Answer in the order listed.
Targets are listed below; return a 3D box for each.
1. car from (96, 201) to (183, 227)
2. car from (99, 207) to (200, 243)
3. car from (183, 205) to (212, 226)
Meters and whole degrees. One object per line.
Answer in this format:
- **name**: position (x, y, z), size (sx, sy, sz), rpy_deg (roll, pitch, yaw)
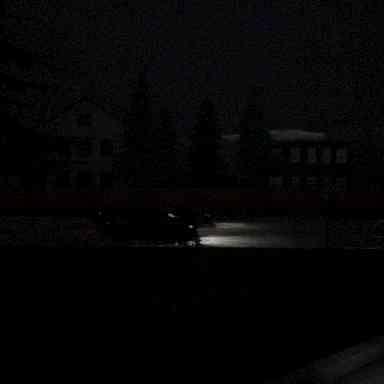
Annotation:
- **car**: position (-2.994, 1.324, 18.950), size (4.553, 1.767, 2.097), rpy_deg (0, 0, 2)
- **car**: position (-1.830, 1.545, 15.417), size (4.181, 1.385, 1.994), rpy_deg (0, 0, 2)
- **car**: position (-1.011, 1.505, 22.404), size (4.674, 1.442, 1.812), rpy_deg (0, 0, 2)
